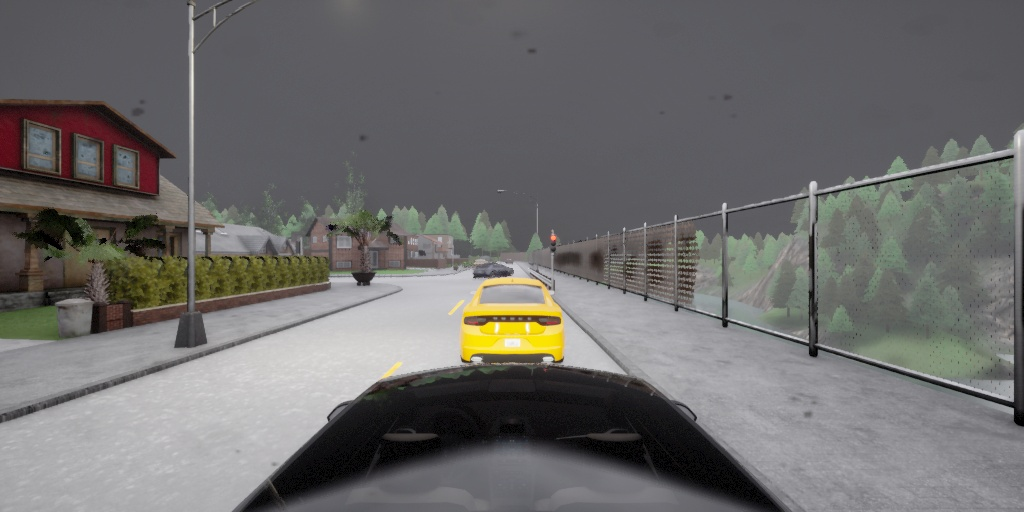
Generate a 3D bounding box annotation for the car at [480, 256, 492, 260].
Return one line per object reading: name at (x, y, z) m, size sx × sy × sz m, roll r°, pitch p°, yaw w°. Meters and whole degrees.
car at (-4.582, 0.971, 61.373) m, size 2.150 × 2.045 × 5.566 m, roll 0°, pitch 0°, yaw 0°

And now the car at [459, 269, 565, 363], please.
car at (0.006, 1.228, 8.171) m, size 1.882 × 1.535 × 5.008 m, roll 0°, pitch 0°, yaw 0°

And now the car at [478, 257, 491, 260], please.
car at (-4.517, 1.228, 51.430) m, size 1.882 × 1.535 × 5.008 m, roll 0°, pitch 0°, yaw 0°

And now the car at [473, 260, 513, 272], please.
car at (-1.648, 1.314, 32.402) m, size 1.994 × 1.385 × 4.181 m, roll 0°, pitch 0°, yaw 35°
